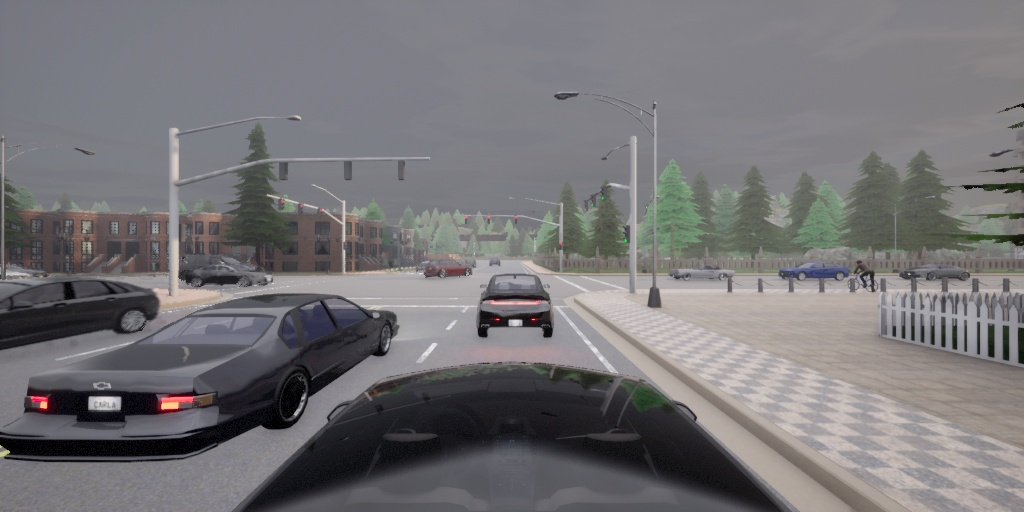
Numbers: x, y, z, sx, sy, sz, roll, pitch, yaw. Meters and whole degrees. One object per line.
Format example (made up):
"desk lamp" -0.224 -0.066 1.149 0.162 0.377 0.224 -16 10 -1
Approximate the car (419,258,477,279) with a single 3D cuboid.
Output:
"car" -5.774 1.102 32.665 2.097 1.767 4.553 0 0 37

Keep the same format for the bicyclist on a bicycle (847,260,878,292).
"bicyclist on a bicycle" 18.260 1.052 18.693 0.582 1.620 1.656 0 0 0

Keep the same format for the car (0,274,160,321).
"car" -10.548 1.255 7.741 1.837 1.490 4.892 0 0 1

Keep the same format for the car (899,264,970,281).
"car" 34.847 1.314 29.636 4.181 1.385 1.994 0 0 1

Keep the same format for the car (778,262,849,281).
"car" 24.872 1.228 29.664 5.008 1.535 1.882 0 0 0

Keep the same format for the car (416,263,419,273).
"car" -10.557 1.276 44.543 1.812 1.442 4.674 0 0 0

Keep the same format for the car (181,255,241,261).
"car" -21.395 0.970 26.411 5.566 2.045 2.150 0 0 -1

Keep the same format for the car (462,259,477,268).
"car" -7.021 1.255 59.944 1.837 1.490 4.892 0 0 0

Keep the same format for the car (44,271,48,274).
"car" -36.680 1.256 25.726 4.892 1.490 1.837 0 0 -9

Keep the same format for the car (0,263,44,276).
"car" -33.261 1.275 22.561 4.674 1.442 1.812 0 0 -4

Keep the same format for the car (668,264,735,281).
"car" 15.581 1.351 29.681 4.718 1.301 1.895 0 0 0

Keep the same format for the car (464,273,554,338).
"car" 0.087 1.242 10.217 2.128 1.511 4.902 0 0 0

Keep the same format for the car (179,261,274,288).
"car" -17.996 1.241 22.943 4.902 1.511 2.128 0 0 -1

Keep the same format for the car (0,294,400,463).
"car" -3.434 1.297 5.552 2.033 1.411 5.357 0 0 1

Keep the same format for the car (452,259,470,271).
"car" -7.063 1.255 49.960 1.837 1.490 4.892 0 0 0
